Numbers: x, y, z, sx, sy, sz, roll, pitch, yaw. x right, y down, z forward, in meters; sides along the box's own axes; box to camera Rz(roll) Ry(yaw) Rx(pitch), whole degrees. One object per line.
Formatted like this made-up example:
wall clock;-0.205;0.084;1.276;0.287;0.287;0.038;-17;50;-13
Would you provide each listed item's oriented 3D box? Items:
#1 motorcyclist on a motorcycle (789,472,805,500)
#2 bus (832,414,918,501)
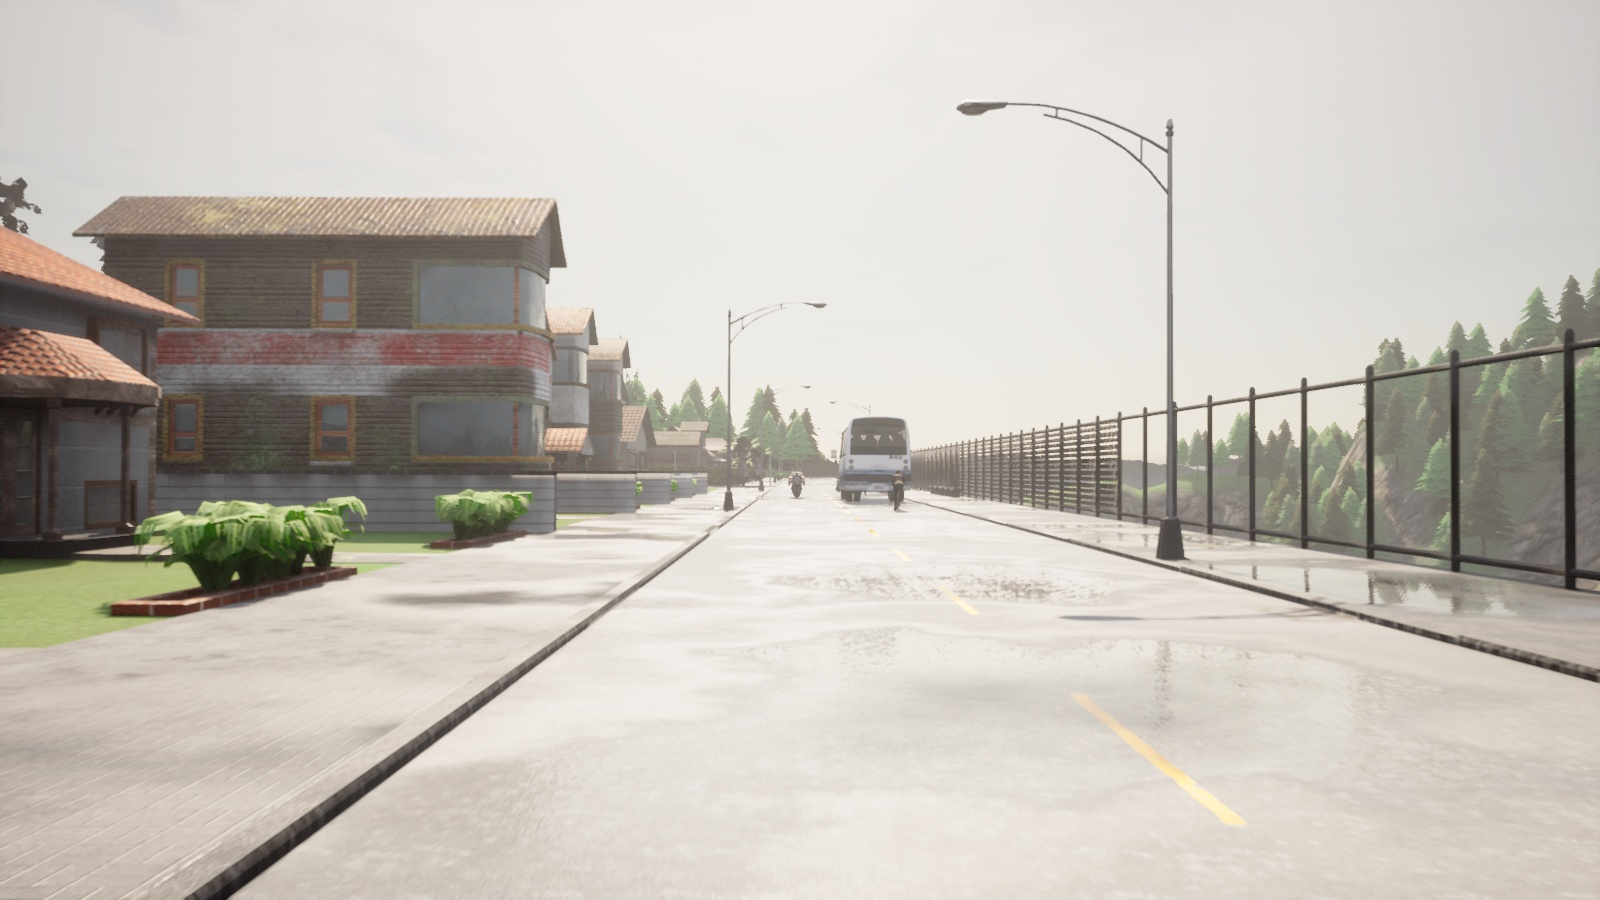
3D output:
motorcyclist on a motorcycle;-0.174;2.052;71.804;0.866;1.530;2.191;0;-1;0
bus;3.832;0.544;67.004;3.944;4.253;10.273;0;-2;0
